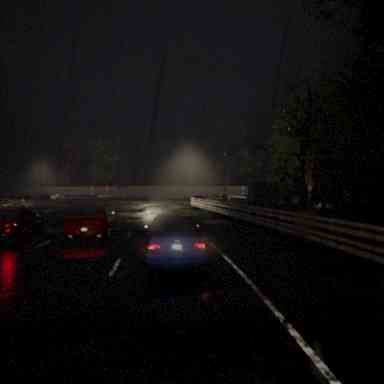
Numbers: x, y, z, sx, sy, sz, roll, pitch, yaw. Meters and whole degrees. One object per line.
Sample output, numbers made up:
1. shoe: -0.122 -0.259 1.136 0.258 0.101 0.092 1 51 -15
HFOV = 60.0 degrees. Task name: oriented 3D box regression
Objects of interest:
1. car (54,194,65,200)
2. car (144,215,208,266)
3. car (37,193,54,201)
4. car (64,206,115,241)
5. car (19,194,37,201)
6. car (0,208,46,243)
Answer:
1. car: -31.257 1.146 77.434 4.674 1.442 1.812 0 0 44
2. car: -0.647 1.491 11.317 2.033 1.411 5.357 0 0 -6
3. car: -33.769 0.997 74.997 4.553 1.767 2.097 0 0 44
4. car: -4.889 1.402 16.311 1.882 1.535 5.008 0 0 -9
5. car: -36.324 1.162 72.604 4.892 1.490 1.837 0 0 44
6. car: -8.304 1.460 15.548 1.812 1.442 4.674 0 0 -9
